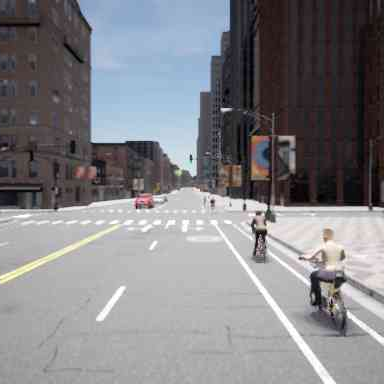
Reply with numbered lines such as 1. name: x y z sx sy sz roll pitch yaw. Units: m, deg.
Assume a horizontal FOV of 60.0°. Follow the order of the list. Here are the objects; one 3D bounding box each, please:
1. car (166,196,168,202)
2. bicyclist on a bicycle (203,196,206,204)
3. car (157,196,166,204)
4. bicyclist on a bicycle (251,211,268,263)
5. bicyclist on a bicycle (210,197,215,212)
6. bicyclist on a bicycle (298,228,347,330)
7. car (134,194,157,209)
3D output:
1. car: -6.522 1.604 75.681 2.128 1.511 4.902 0 0 0
2. bicyclist on a bicycle: 2.236 1.513 57.163 0.582 1.620 1.656 0 0 0
3. car: -6.525 1.594 64.278 1.812 1.442 4.674 0 0 0
4. bicyclist on a bicycle: 2.250 1.456 11.087 0.582 1.620 1.656 0 0 0
5. bicyclist on a bicycle: 2.236 1.390 36.067 0.659 1.776 1.843 0 0 0
6. bicyclist on a bicycle: 2.378 1.438 5.908 0.866 1.612 1.509 0 0 0
7. car: -6.602 1.268 46.718 2.150 2.045 5.566 0 0 0
